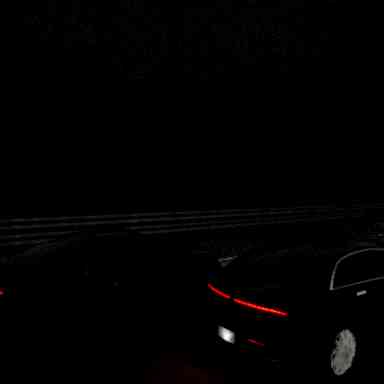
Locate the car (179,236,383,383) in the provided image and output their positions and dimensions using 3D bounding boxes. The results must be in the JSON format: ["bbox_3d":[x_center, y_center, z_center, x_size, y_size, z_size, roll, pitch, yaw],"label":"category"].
[{"bbox_3d":[2.383,1.490,5.433,4.892,1.490,1.837,0,1,-36],"label":"car"}]

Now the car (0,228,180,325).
[{"bbox_3d":[-1.498,1.493,6.989,4.674,1.442,1.812,0,0,-36],"label":"car"}]
